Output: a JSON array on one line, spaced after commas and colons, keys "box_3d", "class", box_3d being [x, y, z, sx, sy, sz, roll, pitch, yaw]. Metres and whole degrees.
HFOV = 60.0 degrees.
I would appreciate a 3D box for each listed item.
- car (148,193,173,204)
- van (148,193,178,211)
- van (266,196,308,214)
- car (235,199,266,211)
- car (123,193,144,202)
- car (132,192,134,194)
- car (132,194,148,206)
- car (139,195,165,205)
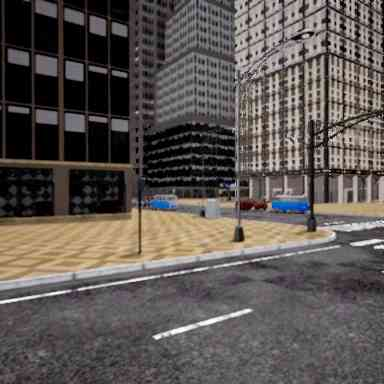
[{"box_3d": [-5.534, 1.122, 57.492, 2.192, 1.841, 5.009, 0, 0, -34], "class": "car"}, {"box_3d": [-3.141, 1.271, 39.036, 1.690, 1.788, 3.998, 0, 0, -34], "class": "van"}, {"box_3d": [10.105, 1.278, 34.639, 1.690, 1.788, 3.998, 0, 0, -34], "class": "van"}, {"box_3d": [6.921, 1.456, 39.172, 1.887, 1.381, 4.507, 0, 0, -34], "class": "car"}, {"box_3d": [-11.753, 1.069, 66.661, 2.192, 1.841, 5.009, 0, 0, -34], "class": "car"}, {"box_3d": [-12.628, 1.001, 63.148, 2.150, 2.045, 5.566, 0, 0, -34], "class": "car"}, {"box_3d": [-8.437, 1.454, 51.521, 1.895, 1.301, 4.718, 0, 0, -34], "class": "car"}, {"box_3d": [-6.580, 1.323, 54.307, 2.128, 1.511, 4.902, 0, 1, -34], "class": "car"}]
